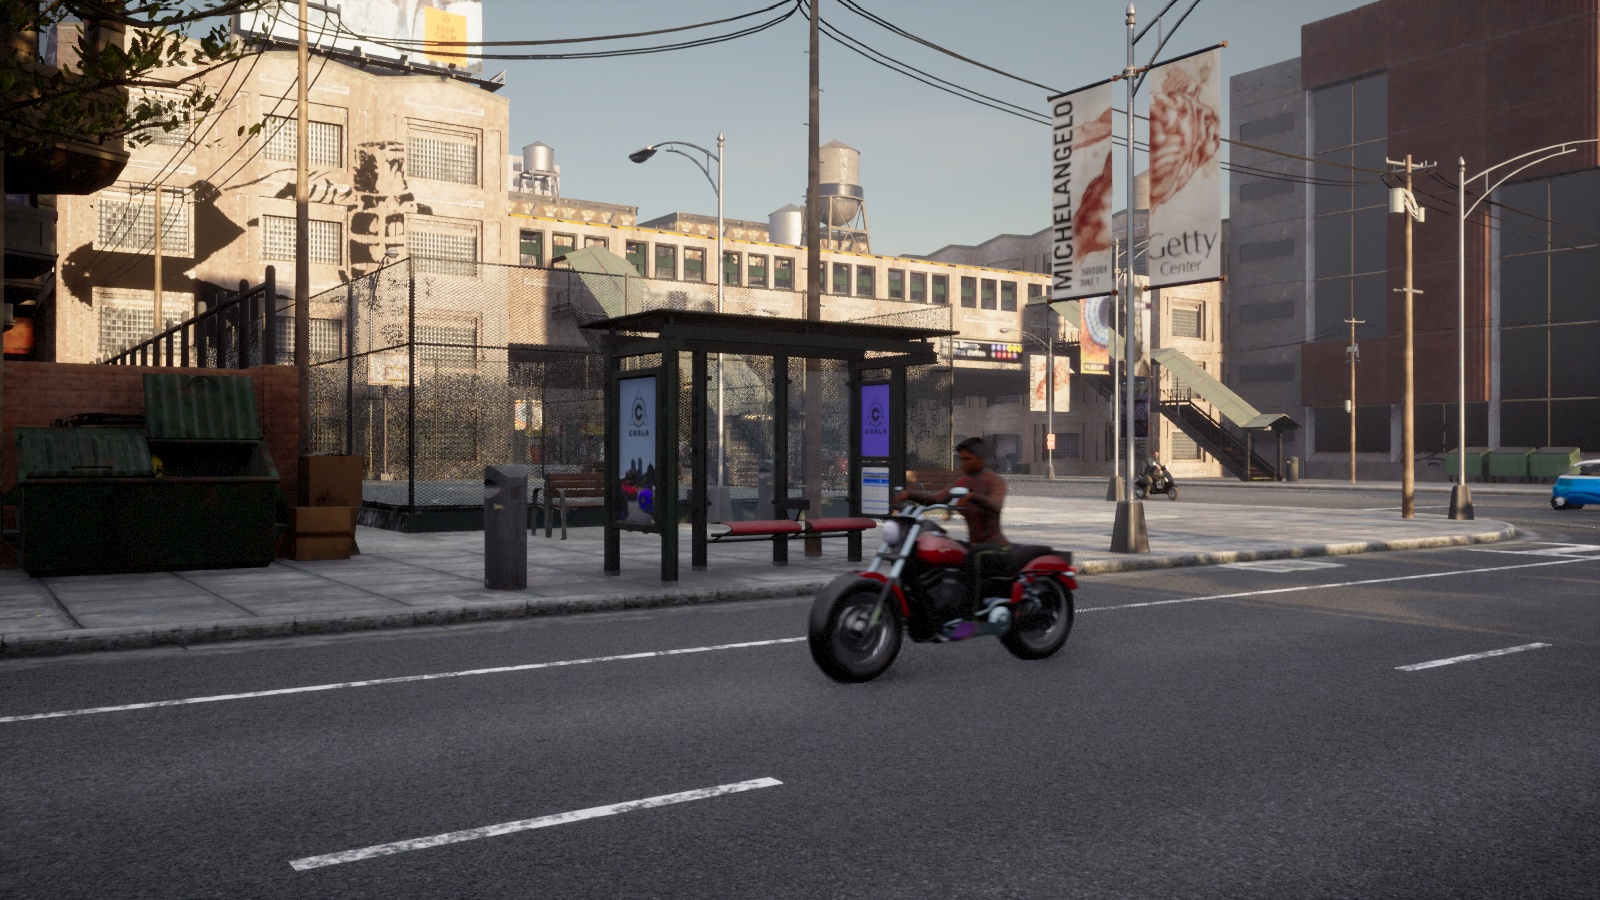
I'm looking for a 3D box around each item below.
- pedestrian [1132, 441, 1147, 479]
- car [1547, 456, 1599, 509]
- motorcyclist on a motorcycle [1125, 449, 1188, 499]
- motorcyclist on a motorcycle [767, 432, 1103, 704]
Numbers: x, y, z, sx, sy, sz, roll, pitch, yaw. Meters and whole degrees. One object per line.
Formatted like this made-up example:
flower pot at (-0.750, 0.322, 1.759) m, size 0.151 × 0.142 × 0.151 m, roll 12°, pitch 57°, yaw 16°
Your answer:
pedestrian at (17.185, 0.521, 63.636) m, size 0.402 × 1.930 × 0.666 m, roll 0°, pitch 0°, yaw -23°
car at (21.121, 0.835, 32.912) m, size 1.481 × 1.376 × 2.207 m, roll 0°, pitch -1°, yaw -34°
motorcyclist on a motorcycle at (11.545, 0.773, 40.714) m, size 0.866 × 1.590 × 1.817 m, roll 0°, pitch 0°, yaw -34°
motorcyclist on a motorcycle at (0.972, 0.714, 8.603) m, size 2.350 × 1.649 × 0.766 m, roll 0°, pitch 0°, yaw -35°
